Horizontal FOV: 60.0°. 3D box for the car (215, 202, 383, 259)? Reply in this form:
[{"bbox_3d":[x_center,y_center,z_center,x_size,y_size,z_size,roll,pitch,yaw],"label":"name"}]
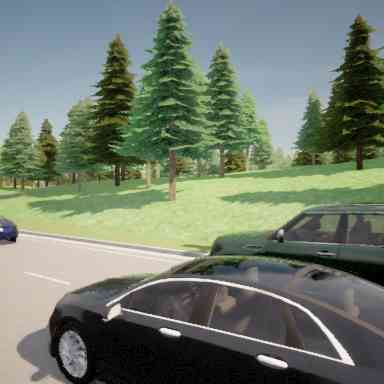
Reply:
[{"bbox_3d":[2.878,1.218,6.228,5.566,2.045,2.150,-1,0,36],"label":"car"}]

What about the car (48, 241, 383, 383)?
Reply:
[{"bbox_3d":[0.341,1.505,3.746,4.892,1.490,1.837,0,0,35],"label":"car"}]

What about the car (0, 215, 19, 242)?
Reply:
[{"bbox_3d":[-9.776,1.565,15.196,4.181,1.385,1.994,0,0,35],"label":"car"}]
